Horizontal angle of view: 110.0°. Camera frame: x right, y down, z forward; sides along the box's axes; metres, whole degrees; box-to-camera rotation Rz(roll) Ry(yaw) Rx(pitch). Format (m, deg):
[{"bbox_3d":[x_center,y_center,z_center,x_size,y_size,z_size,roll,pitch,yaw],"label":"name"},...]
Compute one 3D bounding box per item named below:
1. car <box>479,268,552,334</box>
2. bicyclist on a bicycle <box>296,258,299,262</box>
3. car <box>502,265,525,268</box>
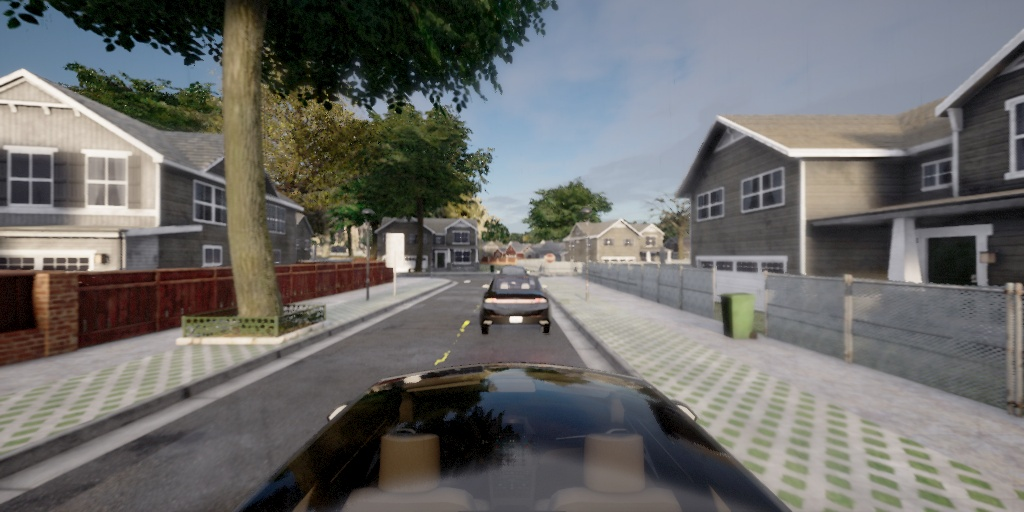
[{"bbox_3d":[0.095,1.282,10.782,2.128,1.511,4.902,0,0,0],"label":"car"},{"bbox_3d":[-22.357,1.040,37.178,0.582,1.620,1.656,0,0,-12],"label":"bicyclist on a bicycle"},{"bbox_3d":[0.090,1.317,21.712,1.882,1.535,5.008,0,0,0],"label":"car"}]
